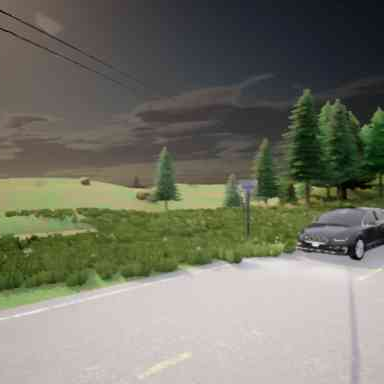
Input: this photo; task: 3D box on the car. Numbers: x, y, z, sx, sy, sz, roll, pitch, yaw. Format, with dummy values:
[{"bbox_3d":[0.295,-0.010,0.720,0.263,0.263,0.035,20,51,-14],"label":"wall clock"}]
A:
[{"bbox_3d":[5.545,1.285,11.597,4.892,1.490,1.837,-2,1,-41],"label":"car"}]
